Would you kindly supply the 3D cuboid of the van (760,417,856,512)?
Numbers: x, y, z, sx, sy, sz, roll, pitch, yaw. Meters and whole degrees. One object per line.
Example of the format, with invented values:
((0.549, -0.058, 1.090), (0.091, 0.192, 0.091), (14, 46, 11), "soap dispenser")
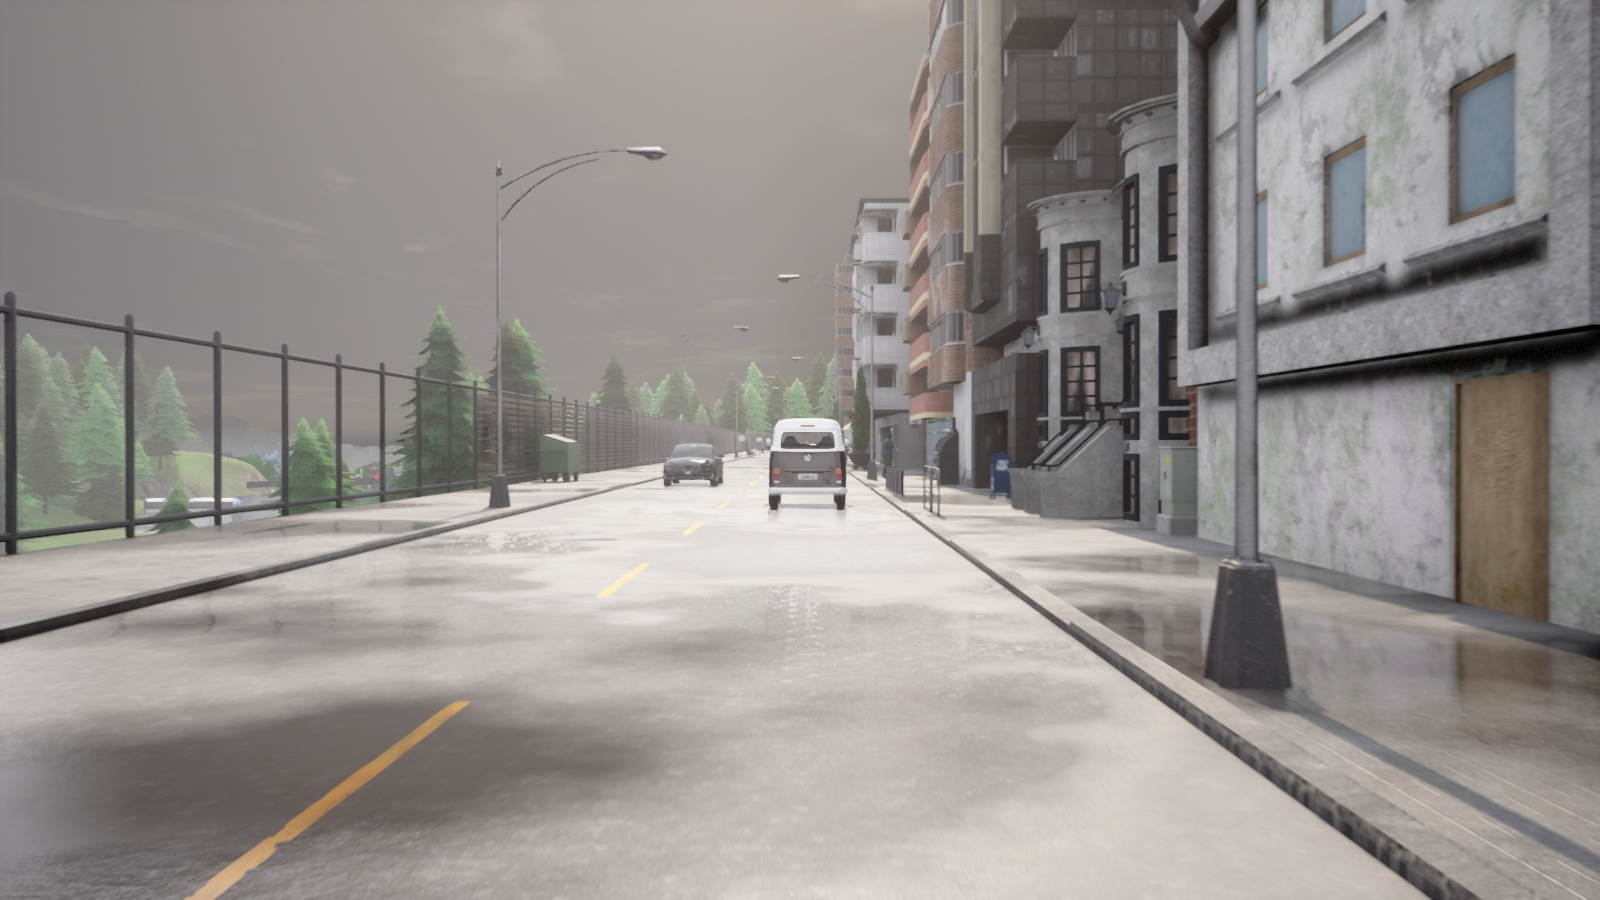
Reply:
((0.179, 0.305, 29.351), (2.069, 2.038, 4.480), (0, 0, 0), "van")

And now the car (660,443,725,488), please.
((-3.737, 0.499, 44.252), (1.837, 1.490, 4.892), (0, 0, 0), "car")

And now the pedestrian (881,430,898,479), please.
((3.535, 0.179, 49.725), (0.396, 1.930, 0.692), (0, 0, -25), "pedestrian")
